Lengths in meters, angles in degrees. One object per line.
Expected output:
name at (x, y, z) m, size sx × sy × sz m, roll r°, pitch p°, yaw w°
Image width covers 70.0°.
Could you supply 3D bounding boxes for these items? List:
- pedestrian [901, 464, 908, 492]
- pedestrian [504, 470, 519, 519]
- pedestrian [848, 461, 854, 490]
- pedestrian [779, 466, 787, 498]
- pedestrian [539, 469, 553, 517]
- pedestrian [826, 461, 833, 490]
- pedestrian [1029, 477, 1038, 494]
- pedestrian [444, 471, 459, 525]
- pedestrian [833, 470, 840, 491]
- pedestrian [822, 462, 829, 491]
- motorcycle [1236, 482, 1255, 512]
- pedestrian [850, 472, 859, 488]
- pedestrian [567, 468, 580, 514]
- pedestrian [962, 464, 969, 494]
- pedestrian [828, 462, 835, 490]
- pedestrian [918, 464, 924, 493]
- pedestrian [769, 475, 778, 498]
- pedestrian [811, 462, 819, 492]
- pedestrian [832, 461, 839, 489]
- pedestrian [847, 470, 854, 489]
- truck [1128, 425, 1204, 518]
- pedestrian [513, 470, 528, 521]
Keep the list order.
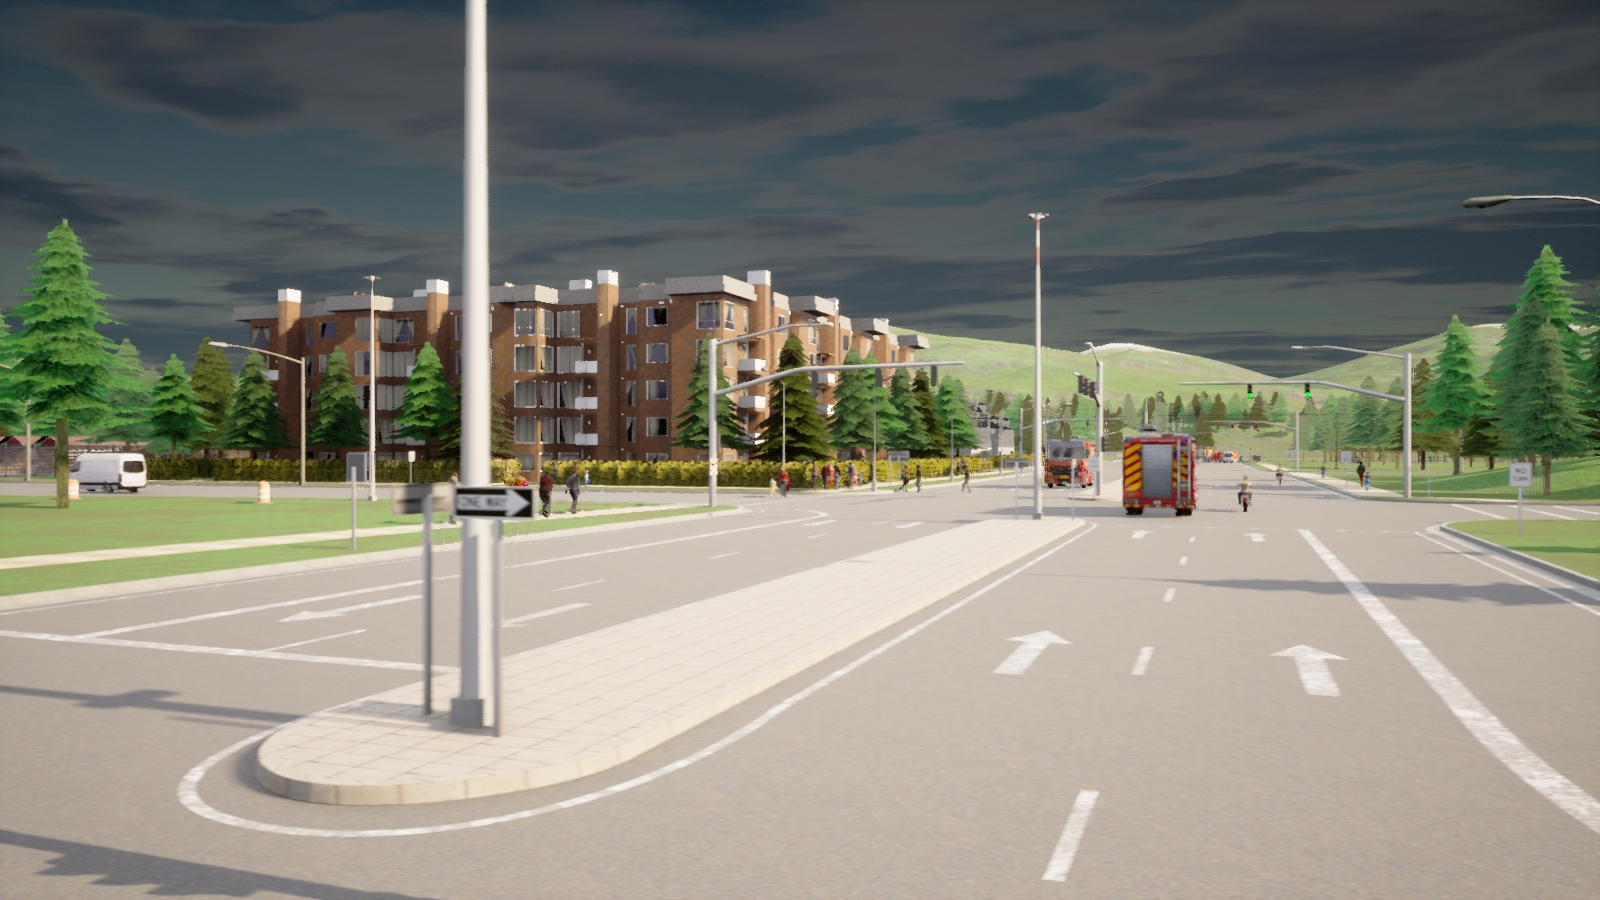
pedestrian at (6.853, 1.843, 75.111) m, size 0.375 × 1.860 × 0.375 m, roll 0°, pitch 0°, yaw 18°
pedestrian at (-10.962, 1.690, 43.418) m, size 0.375 × 1.860 × 0.375 m, roll 0°, pitch 0°, yaw 24°
pedestrian at (3.350, 1.681, 75.159) m, size 0.375 × 1.860 × 0.375 m, roll 0°, pitch 0°, yaw -2°
pedestrian at (-0.964, 1.842, 66.435) m, size 0.375 × 1.860 × 0.375 m, roll 0°, pitch 0°, yaw 15°
pedestrian at (-10.009, 1.690, 45.060) m, size 0.375 × 1.860 × 0.375 m, roll 0°, pitch 0°, yaw 22°
pedestrian at (1.953, 1.690, 75.776) m, size 0.375 × 1.860 × 0.375 m, roll 0°, pitch 0°, yaw 27°
pedestrian at (14.696, 2.226, 71.916) m, size 0.500 × 1.100 × 0.500 m, roll 0°, pitch 0°, yaw 13°
pedestrian at (-12.321, 1.690, 40.408) m, size 0.375 × 1.860 × 0.375 m, roll 0°, pitch 0°, yaw 24°
pedestrian at (2.355, 1.972, 74.147) m, size 0.375 × 1.300 × 0.375 m, roll 0°, pitch 0°, yaw 9°
pedestrian at (1.664, 1.688, 73.959) m, size 0.375 × 1.860 × 0.375 m, roll 0°, pitch 0°, yaw 20°
motorcycle at (20.535, 2.155, 52.694) m, size 0.764 × 1.307 × 2.356 m, roll 0°, pitch 0°, yaw 21°
pedestrian at (3.724, 2.071, 78.140) m, size 0.500 × 1.100 × 0.500 m, roll 0°, pitch 0°, yaw 15°
pedestrian at (-9.319, 1.690, 46.942) m, size 0.375 × 1.860 × 0.375 m, roll 0°, pitch 0°, yaw 25°
pedestrian at (10.488, 1.845, 72.328) m, size 0.375 × 1.860 × 0.375 m, roll 0°, pitch 0°, yaw 20°
pedestrian at (2.053, 1.690, 75.107) m, size 0.375 × 1.860 × 0.375 m, roll 0°, pitch 0°, yaw 16°
pedestrian at (7.850, 1.844, 74.261) m, size 0.375 × 1.860 × 0.375 m, roll 0°, pitch 0°, yaw 5°
pedestrian at (-1.543, 2.122, 66.168) m, size 0.375 × 1.300 × 0.375 m, roll 0°, pitch 0°, yaw 23°
pedestrian at (0.947, 1.689, 72.084) m, size 0.375 × 1.860 × 0.375 m, roll 0°, pitch 0°, yaw 23°
pedestrian at (2.393, 1.690, 76.305) m, size 0.375 × 1.860 × 0.375 m, roll 0°, pitch 0°, yaw 19°
pedestrian at (3.398, 1.972, 76.978) m, size 0.375 × 1.300 × 0.375 m, roll 0°, pitch 0°, yaw -37°
truck at (16.656, 0.890, 51.620) m, size 2.891 × 3.827 × 8.468 m, roll 0°, pitch 0°, yaw 21°
pedestrian at (-10.433, 1.690, 42.645) m, size 0.375 × 1.860 × 0.375 m, roll 0°, pitch 0°, yaw 27°
